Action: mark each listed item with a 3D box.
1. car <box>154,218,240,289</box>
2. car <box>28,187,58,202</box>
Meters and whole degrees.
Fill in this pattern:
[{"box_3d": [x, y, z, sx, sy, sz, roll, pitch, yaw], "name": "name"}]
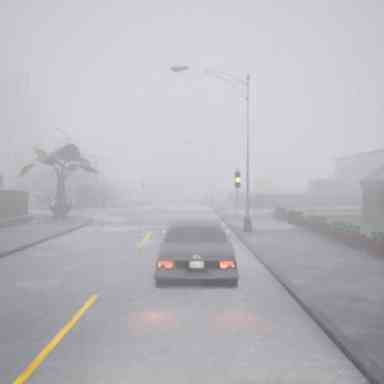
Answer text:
[{"box_3d": [0.100, 1.401, 8.893, 2.033, 1.411, 5.357, 0, 1, 0], "name": "car"}, {"box_3d": [-19.744, 0.273, 43.925, 1.905, 1.878, 3.866, 1, 1, 35], "name": "car"}]
